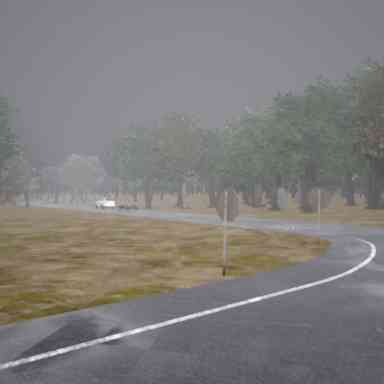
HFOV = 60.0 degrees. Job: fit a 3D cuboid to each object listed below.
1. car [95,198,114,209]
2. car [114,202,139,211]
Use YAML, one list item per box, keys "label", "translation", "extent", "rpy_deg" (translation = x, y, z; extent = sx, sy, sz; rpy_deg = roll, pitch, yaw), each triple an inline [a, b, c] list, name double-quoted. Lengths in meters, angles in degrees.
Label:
- label: "car"
  translation: [-15.779, 2.032, 60.198]
  extent: [2.150, 2.045, 5.566]
  rpy_deg: [2, -2, -34]
- label: "car"
  translation: [-10.073, 2.247, 51.894]
  extent: [1.895, 1.301, 4.718]
  rpy_deg: [2, -2, -34]
